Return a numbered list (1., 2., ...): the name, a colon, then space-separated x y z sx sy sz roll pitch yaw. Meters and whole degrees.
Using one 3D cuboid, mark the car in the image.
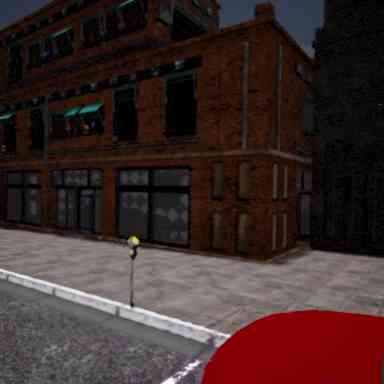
1. car: 2.236 1.319 1.254 5.009 1.841 2.192 0 1 36
